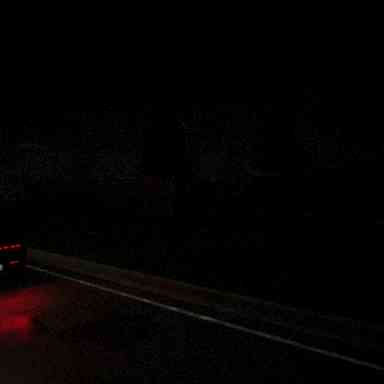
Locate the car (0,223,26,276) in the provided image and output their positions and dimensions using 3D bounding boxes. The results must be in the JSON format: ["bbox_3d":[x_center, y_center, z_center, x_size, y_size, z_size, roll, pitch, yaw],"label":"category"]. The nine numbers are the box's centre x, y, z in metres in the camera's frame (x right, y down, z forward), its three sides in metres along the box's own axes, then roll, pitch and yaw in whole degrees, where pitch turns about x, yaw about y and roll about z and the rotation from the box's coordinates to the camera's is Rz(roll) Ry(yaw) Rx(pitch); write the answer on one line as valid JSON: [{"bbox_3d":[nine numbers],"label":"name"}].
[{"bbox_3d":[-6.308,1.443,8.942,4.892,1.490,1.837,1,0,38],"label":"car"}]
